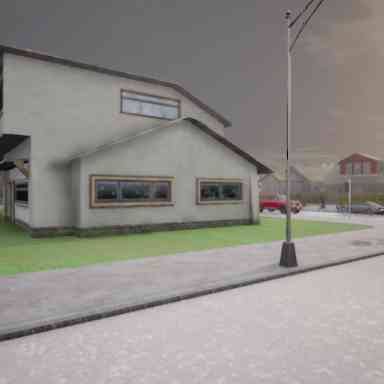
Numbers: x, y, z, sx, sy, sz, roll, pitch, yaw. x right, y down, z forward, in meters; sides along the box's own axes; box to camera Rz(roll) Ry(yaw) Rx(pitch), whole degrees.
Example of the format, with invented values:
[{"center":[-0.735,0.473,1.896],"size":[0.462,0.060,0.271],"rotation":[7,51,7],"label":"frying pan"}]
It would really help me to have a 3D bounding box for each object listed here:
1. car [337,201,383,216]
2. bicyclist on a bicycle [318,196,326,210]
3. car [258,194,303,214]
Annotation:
[{"center":[16.301,1.549,32.196],"size":[1.994,1.385,4.181],"rotation":[0,0,-35],"label":"car"},{"center":[15.772,1.332,40.310],"size":[1.656,1.620,0.582],"rotation":[0,0,-35],"label":"bicyclist on a bicycle"},{"center":[8.984,1.209,35.369],"size":[2.150,2.045,5.566],"rotation":[0,0,-35],"label":"car"}]
